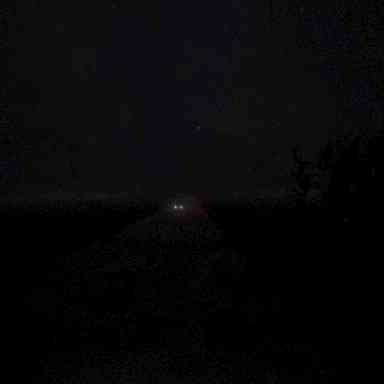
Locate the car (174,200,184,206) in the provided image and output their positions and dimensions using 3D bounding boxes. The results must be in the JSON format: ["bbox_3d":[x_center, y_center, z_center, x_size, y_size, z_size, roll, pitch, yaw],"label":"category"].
[{"bbox_3d":[-2.801,2.323,70.981,1.994,1.385,4.181,0,-1,0],"label":"car"}]

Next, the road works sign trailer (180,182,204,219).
[{"bbox_3d":[-0.023,0.807,33.222,2.380,3.560,2.880,0,-1,0],"label":"road works sign trailer"}]
